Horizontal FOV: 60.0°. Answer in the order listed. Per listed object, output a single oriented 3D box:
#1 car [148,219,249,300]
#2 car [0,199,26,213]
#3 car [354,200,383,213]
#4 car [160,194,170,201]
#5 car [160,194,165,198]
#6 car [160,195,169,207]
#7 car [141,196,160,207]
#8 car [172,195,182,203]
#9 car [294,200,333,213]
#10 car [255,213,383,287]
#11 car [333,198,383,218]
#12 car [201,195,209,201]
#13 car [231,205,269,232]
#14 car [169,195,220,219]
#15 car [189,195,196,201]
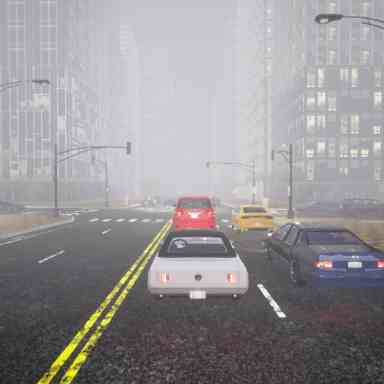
[{"bbox_3d":[0.110,1.597,8.329,1.895,1.301,4.718,0,0,0],"label":"car"},{"bbox_3d":[-19.360,1.408,33.970,4.181,1.385,1.994,1,1,1],"label":"car"},{"bbox_3d":[21.848,1.642,39.043,4.829,1.417,1.752,1,0,1],"label":"car"},{"bbox_3d":[-6.422,1.283,80.617,2.097,1.767,4.553,0,0,0],"label":"car"},{"bbox_3d":[-6.495,1.432,60.417,1.882,1.535,5.008,0,0,-1],"label":"car"},{"bbox_3d":[-3.289,1.529,51.177,1.994,1.385,4.181,0,0,0],"label":"car"},{"bbox_3d":[-6.545,1.457,50.744,2.128,1.511,4.902,0,0,0],"label":"car"},{"bbox_3d":[-3.181,1.465,71.526,2.128,1.511,4.902,0,0,0],"label":"car"},{"bbox_3d":[14.066,1.638,36.560,5.357,1.411,2.033,0,1,0],"label":"car"},{"bbox_3d":[3.364,1.543,9.356,2.033,1.411,5.357,0,0,0],"label":"car"},{"bbox_3d":[16.231,1.519,30.762,5.009,1.841,2.192,1,0,1],"label":"car"},{"bbox_3d":[3.333,1.459,85.732,2.033,1.411,5.357,0,0,0],"label":"car"},{"bbox_3d":[3.372,1.468,19.175,1.882,1.535,5.008,0,0,1],"label":"car"},{"bbox_3d":[0.117,1.212,18.088,2.150,2.045,5.566,0,0,0],"label":"car"},{"bbox_3d":[0.080,1.449,82.183,1.812,1.442,4.674,0,0,0],"label":"car"}]
